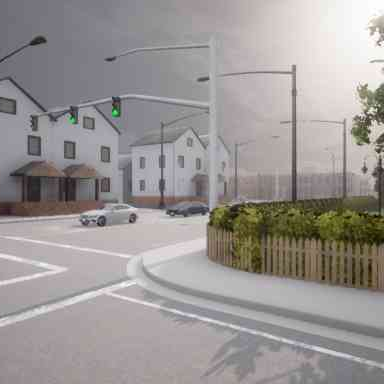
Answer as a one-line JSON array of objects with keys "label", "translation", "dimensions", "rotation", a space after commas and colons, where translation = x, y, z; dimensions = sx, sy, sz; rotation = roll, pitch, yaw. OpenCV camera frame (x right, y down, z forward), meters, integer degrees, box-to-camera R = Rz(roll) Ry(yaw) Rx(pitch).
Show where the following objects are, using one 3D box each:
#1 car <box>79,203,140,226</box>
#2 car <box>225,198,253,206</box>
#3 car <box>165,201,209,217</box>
[{"label": "car", "translation": [-5.699, 1.526, 23.451], "dimensions": [1.812, 1.442, 4.674], "rotation": [0, 0, 35]}, {"label": "car", "translation": [5.668, 1.491, 39.888], "dimensions": [2.128, 1.511, 4.902], "rotation": [0, 0, 35]}, {"label": "car", "translation": [-0.210, 1.547, 31.400], "dimensions": [2.033, 1.411, 5.357], "rotation": [0, 0, 35]}]
